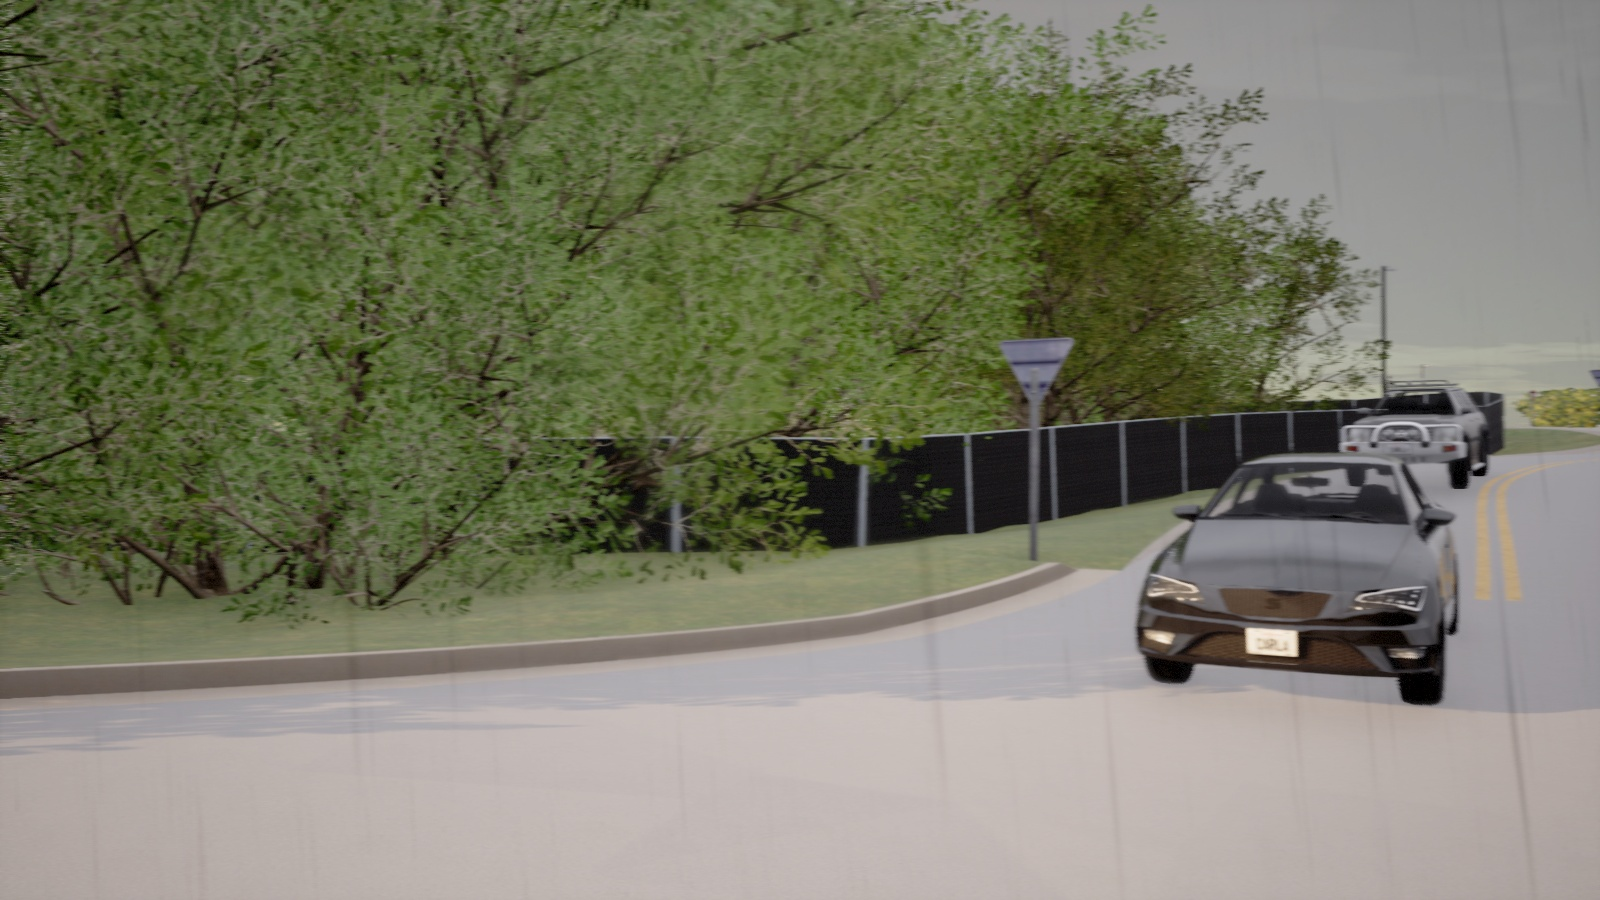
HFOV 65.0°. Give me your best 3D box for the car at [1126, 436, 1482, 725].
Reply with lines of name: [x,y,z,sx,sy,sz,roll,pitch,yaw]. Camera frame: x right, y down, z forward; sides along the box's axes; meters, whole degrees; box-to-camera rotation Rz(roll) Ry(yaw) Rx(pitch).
car: [3.837,0.703,9.070,1.816,1.474,4.193,-1,1,29]

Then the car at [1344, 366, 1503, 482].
car: [11.497,-0.542,22.981,1.932,1.855,4.605,-1,3,34]
